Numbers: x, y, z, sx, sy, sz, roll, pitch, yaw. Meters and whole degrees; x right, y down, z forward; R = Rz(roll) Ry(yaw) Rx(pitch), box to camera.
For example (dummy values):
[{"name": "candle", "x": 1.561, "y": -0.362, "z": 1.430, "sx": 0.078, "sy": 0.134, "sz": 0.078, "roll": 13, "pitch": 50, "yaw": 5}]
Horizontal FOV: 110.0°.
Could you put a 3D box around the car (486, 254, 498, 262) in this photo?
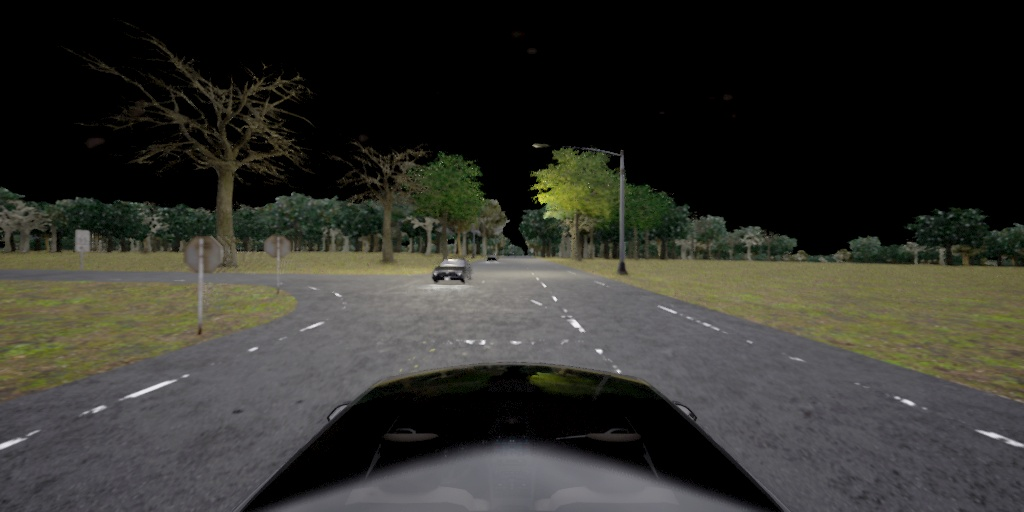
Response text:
[{"name": "car", "x": -3.552, "y": 0.359, "z": 63.852, "sx": 1.895, "sy": 1.301, "sz": 4.718, "roll": 0, "pitch": 1, "yaw": 0}]

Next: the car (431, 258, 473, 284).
[{"name": "car", "x": -3.479, "y": 0.844, "z": 21.883, "sx": 2.033, "sy": 1.411, "sz": 5.357, "roll": 1, "pitch": 0, "yaw": 0}]
